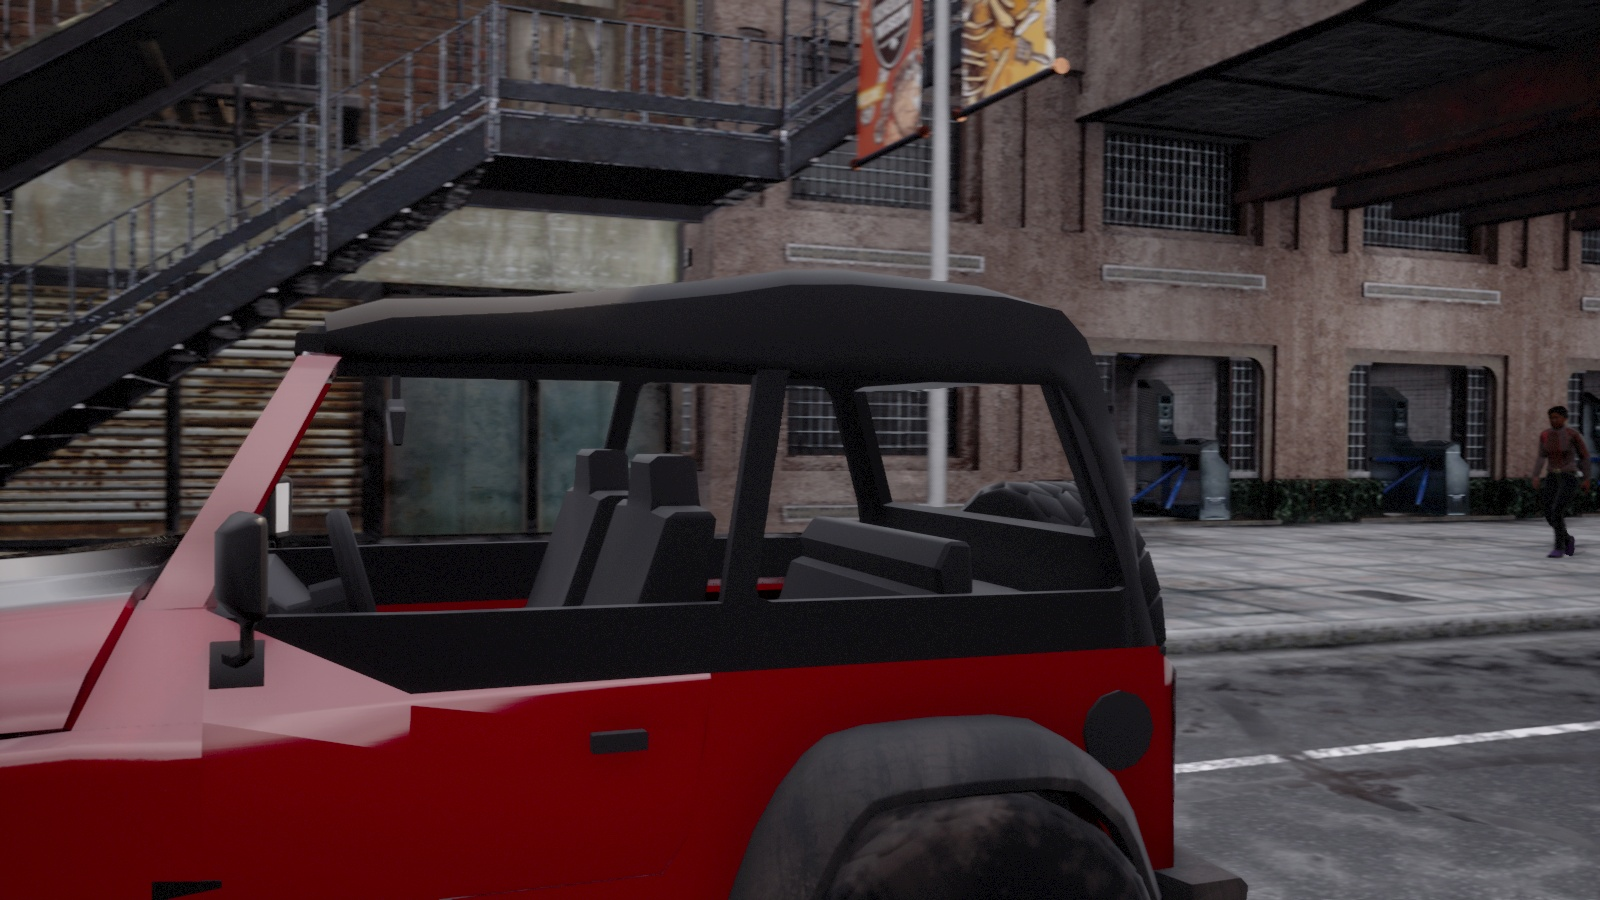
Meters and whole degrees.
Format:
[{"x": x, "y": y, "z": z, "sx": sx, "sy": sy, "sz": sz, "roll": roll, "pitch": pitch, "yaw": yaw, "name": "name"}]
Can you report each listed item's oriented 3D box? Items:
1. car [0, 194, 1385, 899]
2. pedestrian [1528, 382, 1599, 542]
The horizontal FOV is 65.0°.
[{"x": -0.893, "y": 0.556, "z": 2.897, "sx": 3.866, "sy": 1.878, "sz": 1.905, "roll": -1, "pitch": 1, "yaw": -21, "name": "car"}, {"x": 8.837, "y": 0.123, "z": 14.515, "sx": 0.869, "sy": 1.805, "sz": 0.328, "roll": -1, "pitch": 1, "yaw": -30, "name": "pedestrian"}]
